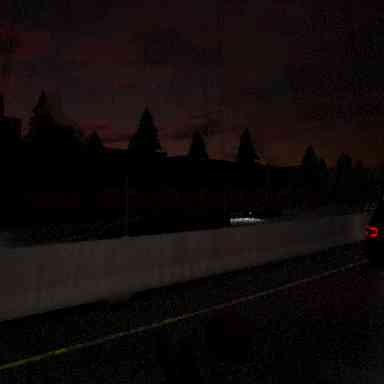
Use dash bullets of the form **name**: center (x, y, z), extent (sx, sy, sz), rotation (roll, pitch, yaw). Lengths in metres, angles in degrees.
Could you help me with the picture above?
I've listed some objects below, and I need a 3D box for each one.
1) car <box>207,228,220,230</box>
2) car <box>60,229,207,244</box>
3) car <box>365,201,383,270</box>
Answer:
- **car**: center (0.018, 1.491, 17.882), extent (4.902, 1.511, 2.128), rotation (0, 0, -43)
- **car**: center (-2.005, 1.505, 11.524), extent (4.892, 1.490, 1.837), rotation (0, 0, -40)
- **car**: center (7.199, 1.222, 9.983), extent (5.566, 2.045, 2.150), rotation (0, 0, -42)
